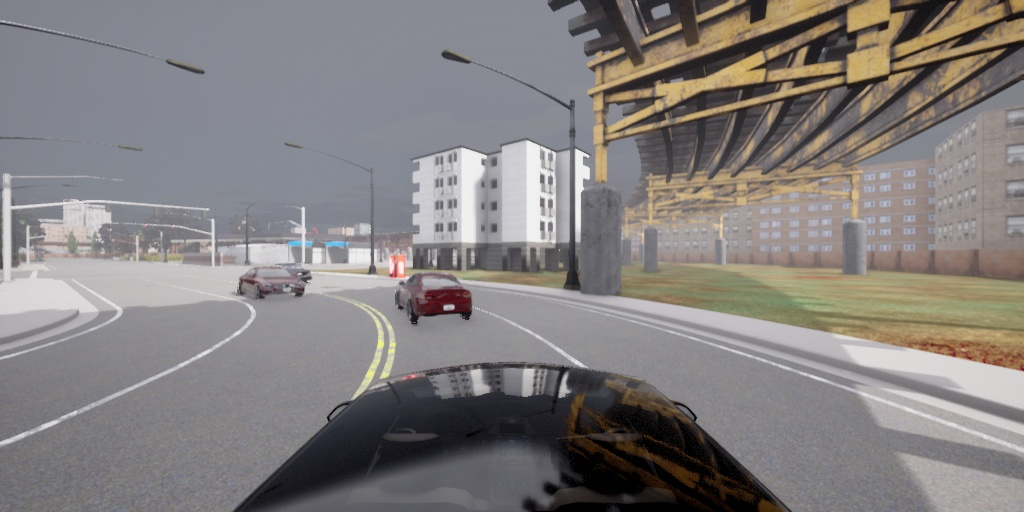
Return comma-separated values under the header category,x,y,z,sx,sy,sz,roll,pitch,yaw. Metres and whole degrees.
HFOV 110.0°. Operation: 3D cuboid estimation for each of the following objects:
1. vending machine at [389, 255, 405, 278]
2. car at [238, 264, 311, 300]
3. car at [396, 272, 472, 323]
category,x,y,z,sx,sy,sz,roll,pitch,yaw
vending machine,-9.516,0.906,29.696,0.880,2.100,1.100,0,0,37
car,-11.899,1.254,17.583,4.674,1.442,1.812,0,0,39
car,-2.716,1.261,12.081,1.812,1.442,4.674,0,0,-25
